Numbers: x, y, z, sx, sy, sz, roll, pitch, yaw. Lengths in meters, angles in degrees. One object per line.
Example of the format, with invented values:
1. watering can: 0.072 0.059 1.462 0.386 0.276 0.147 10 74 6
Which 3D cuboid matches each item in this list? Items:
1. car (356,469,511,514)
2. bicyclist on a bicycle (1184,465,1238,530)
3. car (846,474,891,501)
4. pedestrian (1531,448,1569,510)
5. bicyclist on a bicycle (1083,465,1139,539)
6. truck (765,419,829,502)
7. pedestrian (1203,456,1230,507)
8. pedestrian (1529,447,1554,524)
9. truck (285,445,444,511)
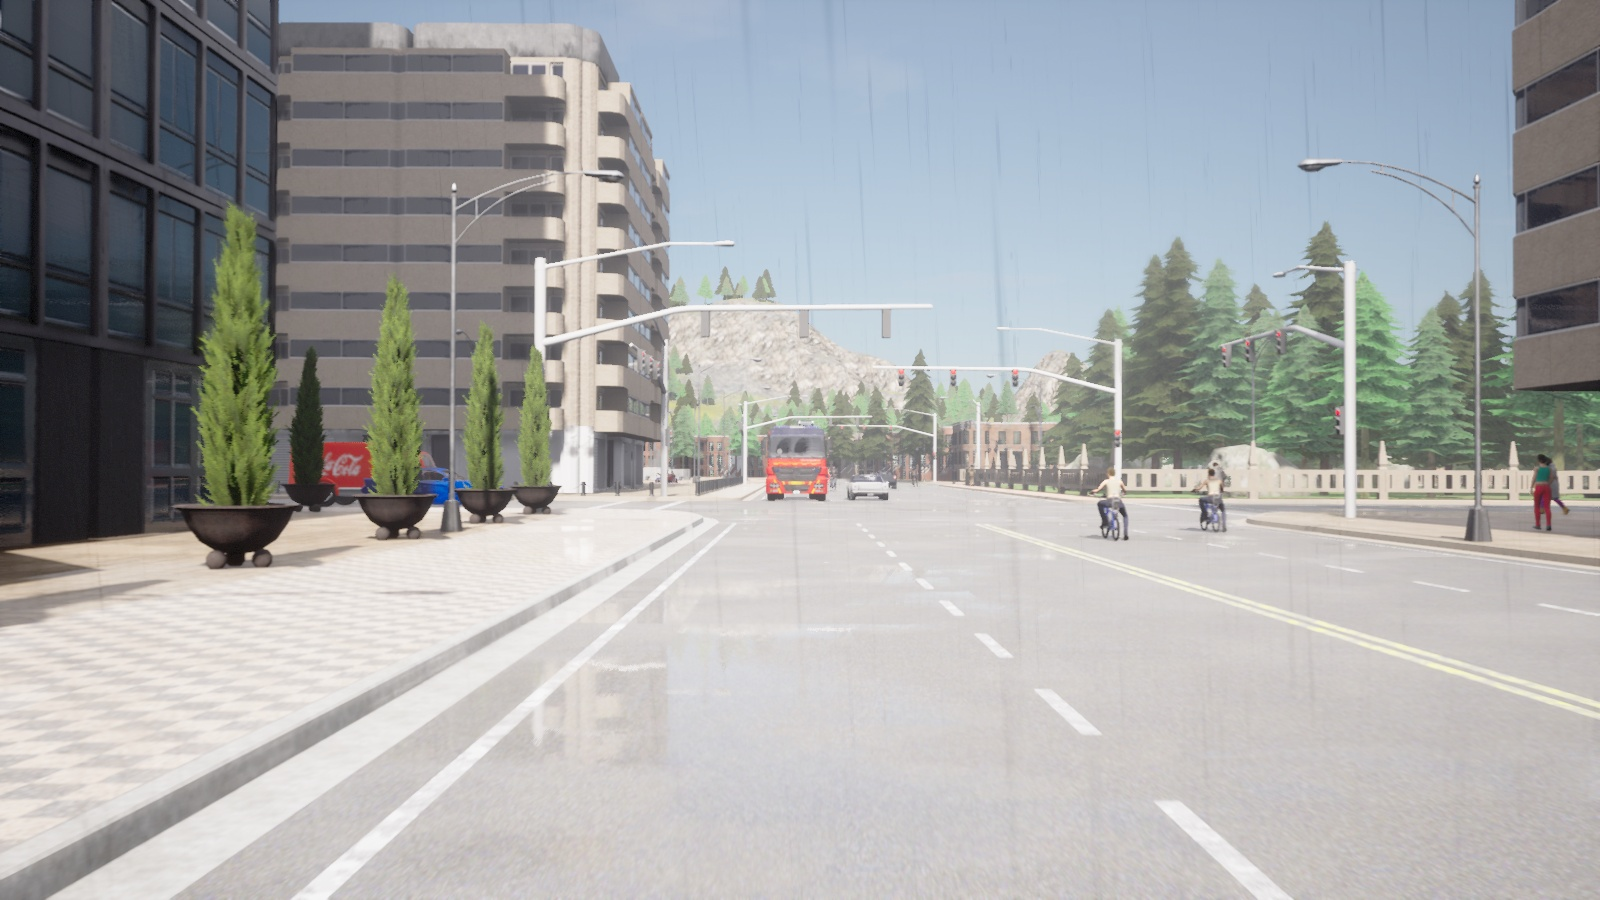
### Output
1. car: -13.078 1.464 44.978 5.008 1.535 1.882 0 -1 0
2. bicyclist on a bicycle: 10.418 1.188 31.915 0.866 1.612 1.509 0 -1 0
3. car: 3.391 1.847 63.055 1.895 1.301 4.718 0 -1 -1
4. pedestrian: 23.909 0.918 40.027 0.873 1.952 0.659 0 -1 17
5. bicyclist on a bicycle: 6.927 1.143 28.030 0.866 1.612 1.509 0 -1 0
6. truck: -0.153 0.566 61.800 2.891 3.827 8.468 0 -1 0
7. pedestrian: 16.315 1.226 49.201 0.659 1.952 0.873 0 -1 -9
8. pedestrian: 17.811 0.848 30.173 0.345 1.836 0.594 0 -1 13
9. truck: -16.733 1.067 48.495 5.204 2.467 2.627 0 -1 0
